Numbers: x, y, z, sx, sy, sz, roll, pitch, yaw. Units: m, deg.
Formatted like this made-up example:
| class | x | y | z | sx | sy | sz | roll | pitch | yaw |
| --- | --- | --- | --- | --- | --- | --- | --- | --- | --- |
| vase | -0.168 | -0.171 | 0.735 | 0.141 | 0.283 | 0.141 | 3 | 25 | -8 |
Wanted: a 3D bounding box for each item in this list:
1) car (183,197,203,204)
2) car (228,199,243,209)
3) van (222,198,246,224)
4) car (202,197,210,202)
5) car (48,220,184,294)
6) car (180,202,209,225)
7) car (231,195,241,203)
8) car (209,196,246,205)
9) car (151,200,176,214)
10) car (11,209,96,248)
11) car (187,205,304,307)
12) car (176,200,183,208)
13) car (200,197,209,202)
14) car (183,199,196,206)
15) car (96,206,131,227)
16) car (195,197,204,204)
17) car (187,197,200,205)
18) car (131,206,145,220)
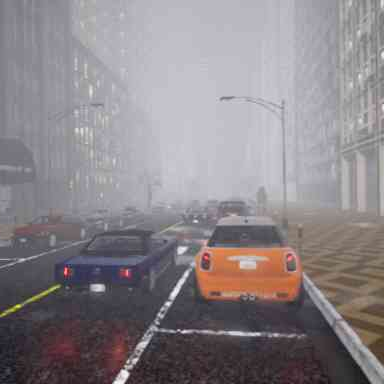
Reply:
| class | x | y | z | sx | sy | sz | roll | pitch | yaw |
| --- | --- | --- | --- | --- | --- | --- | --- | --- | --- |
| car | 0.433 | 1.789 | 47.355 | 1.837 | 1.490 | 4.892 | -1 | 0 | 8 |
| car | 6.311 | 1.706 | 48.420 | 2.008 | 1.369 | 4.403 | -1 | 0 | 8 |
| van | 3.262 | 1.426 | 25.892 | 1.690 | 1.788 | 3.998 | -1 | 0 | 8 |
| car | 2.706 | 1.678 | 41.757 | 1.837 | 1.490 | 4.892 | -1 | 0 | 8 |
| car | -1.623 | 1.670 | 8.994 | 1.895 | 1.301 | 4.718 | -1 | 0 | 8 |
| car | 0.550 | 1.721 | 25.059 | 1.895 | 1.301 | 4.718 | -1 | 0 | 8 |
| car | 10.110 | 1.556 | 76.585 | 2.192 | 1.841 | 5.009 | -1 | 0 | 8 |
| car | 2.501 | 1.383 | 20.260 | 2.192 | 1.841 | 5.009 | -1 | 0 | 8 |
| car | -3.515 | 1.796 | 38.277 | 2.008 | 1.369 | 4.403 | -1 | 0 | 8 |
| car | -6.558 | 1.720 | 15.747 | 1.887 | 1.381 | 4.507 | -1 | 0 | 8 |
| car | 1.317 | 1.376 | 8.259 | 2.097 | 1.767 | 4.553 | -1 | 0 | 8 |
| car | -1.993 | 1.831 | 49.541 | 2.008 | 1.369 | 4.403 | -1 | 0 | 8 |
| car | 3.333 | 1.966 | 88.969 | 1.947 | 1.339 | 4.313 | -1 | 0 | 8 |
| car | -0.471 | 1.897 | 60.806 | 1.802 | 1.307 | 4.206 | -1 | 0 | 8 |
| car | -5.798 | 1.743 | 21.380 | 2.008 | 1.369 | 4.403 | -1 | 0 | 8 |
| car | 1.788 | 1.891 | 77.536 | 1.752 | 1.417 | 4.829 | -1 | 0 | 8 |
| car | 0.287 | 1.772 | 66.440 | 1.967 | 1.590 | 4.097 | -1 | 0 | 8 |
| car | -5.036 | 1.792 | 27.012 | 1.802 | 1.307 | 4.206 | -1 | 0 | 8 |
